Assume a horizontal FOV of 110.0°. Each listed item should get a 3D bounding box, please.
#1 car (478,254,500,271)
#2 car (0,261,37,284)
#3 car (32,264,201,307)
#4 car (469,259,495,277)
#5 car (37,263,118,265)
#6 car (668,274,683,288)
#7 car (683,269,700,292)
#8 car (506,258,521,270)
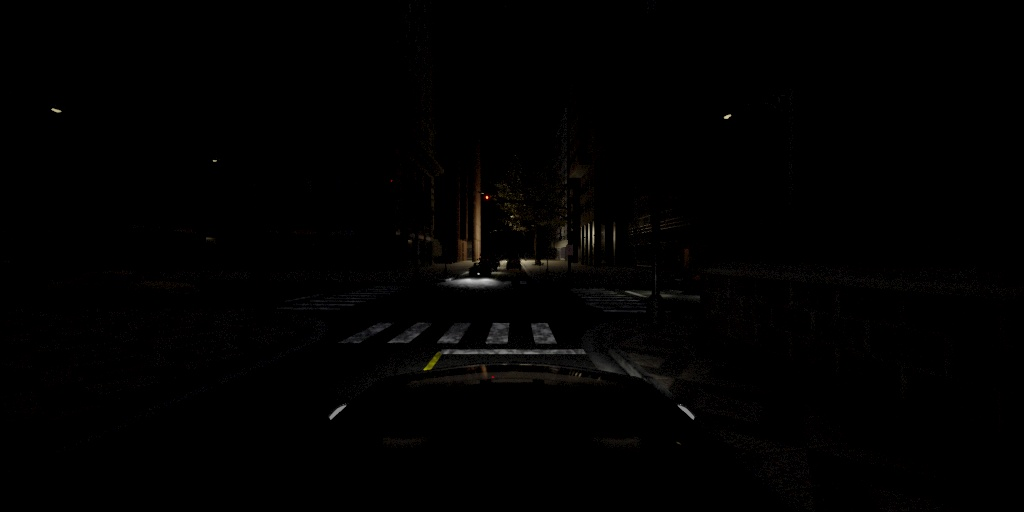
[{"bbox_3d":[-2.966,0.825,45.170,2.150,2.045,5.566,0,0,-1],"label":"car"},{"bbox_3d":[-31.863,0.974,22.545,4.507,1.381,1.888,0,0,1],"label":"car"},{"bbox_3d":[-14.902,1.146,13.866,4.829,1.417,1.751,0,0,1],"label":"car"},{"bbox_3d":[-2.997,1.275,34.437,1.895,1.301,4.718,0,0,0],"label":"car"},{"bbox_3d":[-26.245,1.065,22.494,4.313,1.339,1.948,0,0,1],"label":"car"},{"bbox_3d":[11.988,1.381,22.148,4.403,1.370,2.007,0,0,1],"label":"car"},{"bbox_3d":[12.419,1.311,19.481,5.008,1.535,1.882,0,0,1],"label":"car"},{"bbox_3d":[0.247,1.051,49.107,1.882,1.535,5.008,0,0,0],"label":"car"}]
